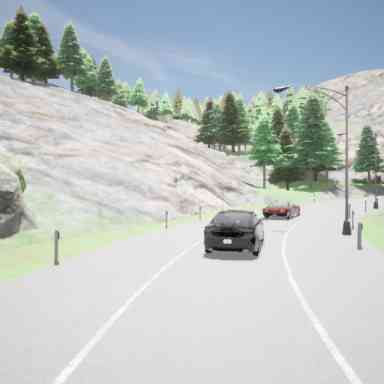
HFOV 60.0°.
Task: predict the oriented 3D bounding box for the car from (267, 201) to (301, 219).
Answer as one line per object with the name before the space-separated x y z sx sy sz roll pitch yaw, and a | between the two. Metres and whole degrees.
car | 7.017 1.338 25.659 1.895 1.301 4.718 0 1 30

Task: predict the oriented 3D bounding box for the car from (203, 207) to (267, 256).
car | 1.781 1.419 13.104 1.882 1.535 5.008 0 1 15
